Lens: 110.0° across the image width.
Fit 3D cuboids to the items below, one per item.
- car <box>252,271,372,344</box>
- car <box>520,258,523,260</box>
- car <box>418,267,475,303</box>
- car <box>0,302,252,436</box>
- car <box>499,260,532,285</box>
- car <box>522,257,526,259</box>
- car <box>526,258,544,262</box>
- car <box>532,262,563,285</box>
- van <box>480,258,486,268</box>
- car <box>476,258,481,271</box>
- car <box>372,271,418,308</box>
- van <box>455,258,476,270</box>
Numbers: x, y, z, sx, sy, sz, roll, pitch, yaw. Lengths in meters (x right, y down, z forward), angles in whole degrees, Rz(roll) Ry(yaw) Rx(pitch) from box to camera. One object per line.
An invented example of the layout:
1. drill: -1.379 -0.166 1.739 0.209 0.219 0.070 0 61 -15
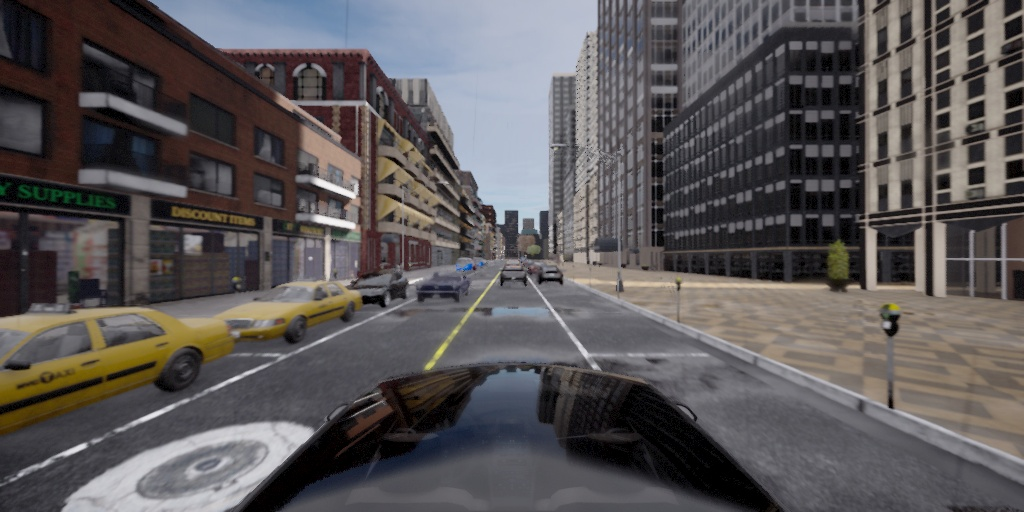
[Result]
1. car: -5.688 1.280 9.690 1.751 1.417 4.829 0 0 0
2. car: 0.109 1.271 44.844 1.882 1.535 5.008 0 0 0
3. car: -3.097 1.360 16.927 1.895 1.301 4.718 0 0 0
4. car: -5.689 1.277 4.167 1.751 1.417 4.829 0 0 0
5. car: 0.106 1.261 26.022 2.128 1.511 4.902 0 0 0
6. car: 2.705 1.256 59.561 1.967 1.591 4.097 0 0 0
7. car: 2.700 1.223 37.471 1.967 1.591 4.097 0 0 0
8. car: 2.697 1.335 26.425 1.948 1.339 4.313 0 0 0
9. van: -5.676 1.157 59.564 1.690 1.789 3.998 0 0 0
10. car: -5.679 1.344 48.520 1.888 1.381 4.507 0 0 0
11. car: -5.687 1.324 15.382 1.948 1.339 4.313 0 0 0
12. van: -5.680 1.132 42.997 1.690 1.789 3.998 0 0 0
